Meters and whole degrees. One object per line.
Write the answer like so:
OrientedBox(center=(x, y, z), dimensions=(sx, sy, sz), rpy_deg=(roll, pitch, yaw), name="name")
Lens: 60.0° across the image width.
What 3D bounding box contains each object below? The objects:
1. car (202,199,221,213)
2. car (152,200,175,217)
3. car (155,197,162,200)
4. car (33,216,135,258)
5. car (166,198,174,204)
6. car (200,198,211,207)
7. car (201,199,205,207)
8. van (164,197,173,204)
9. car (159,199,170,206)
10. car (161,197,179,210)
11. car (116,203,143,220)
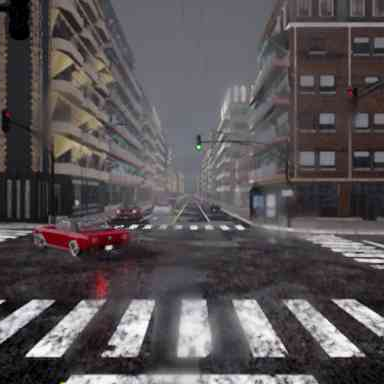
OrientedBox(center=(2.670, 1.938, 41.829), dimensions=(2.008, 1.369, 4.403), rpy_deg=(0, -1, 0), name="car")
OrientedBox(center=(-3.112, 1.858, 35.915), dimensions=(1.812, 1.442, 4.674), rpy_deg=(0, 0, 0), name="car")
OrientedBox(center=(-5.719, 1.859, 58.748), dimensions=(2.192, 1.841, 5.009), rpy_deg=(0, -1, 0), name="car")
OrientedBox(center=(-4.632, 1.726, 13.522), dimensions=(4.718, 1.301, 1.895), rpy_deg=(0, -1, 43), name="car")
OrientedBox(center=(-5.729, 2.355, 86.939), dimensions=(2.008, 1.369, 4.403), rpy_deg=(0, -1, 0), name="car")
OrientedBox(center=(2.660, 2.037, 64.384), dimensions=(1.967, 1.590, 4.097), rpy_deg=(0, -1, 0), name="car")
OrientedBox(center=(2.668, 1.984, 47.467), dimensions=(1.887, 1.381, 4.507), rpy_deg=(0, -1, 0), name="car")
OrientedBox(center=(-5.727, 2.093, 81.303), dimensions=(1.690, 1.788, 3.998), rpy_deg=(0, -1, 0), name="van")
OrientedBox(center=(-5.722, 2.172, 69.854), dimensions=(1.752, 1.417, 4.829), rpy_deg=(0, -1, 0), name="car")
OrientedBox(center=(-3.098, 1.828, 51.366), dimensions=(2.097, 1.767, 4.553), rpy_deg=(0, -1, 0), name="car")
OrientedBox(center=(-5.706, 1.723, 30.556), dimensions=(1.967, 1.590, 4.097), rpy_deg=(0, -1, 0), name="car")
